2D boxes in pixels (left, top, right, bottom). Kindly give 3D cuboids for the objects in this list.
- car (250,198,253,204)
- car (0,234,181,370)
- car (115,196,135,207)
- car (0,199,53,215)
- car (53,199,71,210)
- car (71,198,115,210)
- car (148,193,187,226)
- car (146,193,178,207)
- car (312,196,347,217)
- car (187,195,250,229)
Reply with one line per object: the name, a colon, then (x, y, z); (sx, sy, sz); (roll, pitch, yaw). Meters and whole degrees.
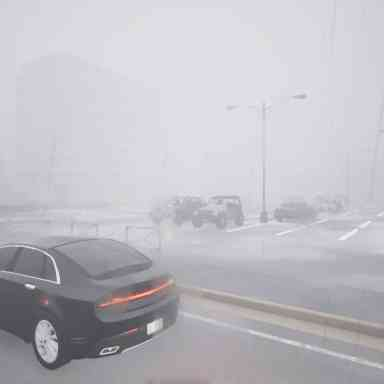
car: (9.835, 1.505, 62.475); (1.837, 1.490, 4.892); (0, 0, 34)
car: (-2.454, 1.505, 5.750); (4.892, 1.490, 1.837); (0, 0, 36)
car: (-10.942, 1.352, 50.752); (2.097, 1.767, 4.553); (0, 0, 35)
car: (-17.502, 1.601, 34.752); (1.895, 1.301, 4.718); (0, 0, 34)
car: (-17.176, 1.547, 41.506); (2.033, 1.411, 5.357); (0, 0, 34)
car: (-12.502, 1.526, 42.164); (1.812, 1.442, 4.674); (0, 0, 34)
car: (-0.660, 1.153, 21.899); (1.932, 1.855, 4.605); (0, 0, 34)
car: (-4.693, 1.219, 53.741); (2.150, 2.045, 5.566); (0, 0, 33)
car: (13.749, 1.395, 33.166); (1.970, 1.475, 3.806); (0, 0, 34)
car: (1.704, 1.156, 20.229); (1.905, 1.878, 3.866); (0, 0, 34)
